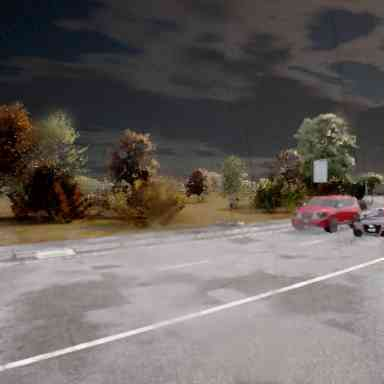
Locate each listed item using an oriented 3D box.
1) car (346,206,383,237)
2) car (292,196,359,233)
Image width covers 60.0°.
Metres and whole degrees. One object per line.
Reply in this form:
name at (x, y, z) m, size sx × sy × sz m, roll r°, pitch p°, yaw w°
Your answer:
car at (9.866, 1.589, 16.923) m, size 4.181 × 1.385 × 1.994 m, roll 0°, pitch 0°, yaw -43°
car at (8.270, 1.253, 20.164) m, size 5.566 × 2.045 × 2.150 m, roll 0°, pitch 0°, yaw -43°
